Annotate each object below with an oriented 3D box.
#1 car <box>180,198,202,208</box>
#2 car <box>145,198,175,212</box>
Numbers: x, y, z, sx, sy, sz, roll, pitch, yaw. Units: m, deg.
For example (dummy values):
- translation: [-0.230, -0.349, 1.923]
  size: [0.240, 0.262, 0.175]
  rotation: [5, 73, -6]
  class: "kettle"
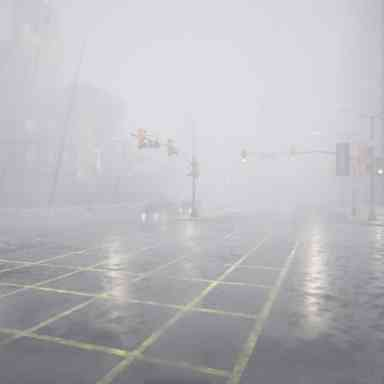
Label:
- translation: [-0.109, 1.600, 48.516]
  size: [1.895, 1.301, 4.718]
  rotation: [0, 0, 21]
  class: "car"
- translation: [-3.704, 1.477, 38.954]
  size: [1.882, 1.535, 5.008]
  rotation: [0, 0, 23]
  class: "car"
